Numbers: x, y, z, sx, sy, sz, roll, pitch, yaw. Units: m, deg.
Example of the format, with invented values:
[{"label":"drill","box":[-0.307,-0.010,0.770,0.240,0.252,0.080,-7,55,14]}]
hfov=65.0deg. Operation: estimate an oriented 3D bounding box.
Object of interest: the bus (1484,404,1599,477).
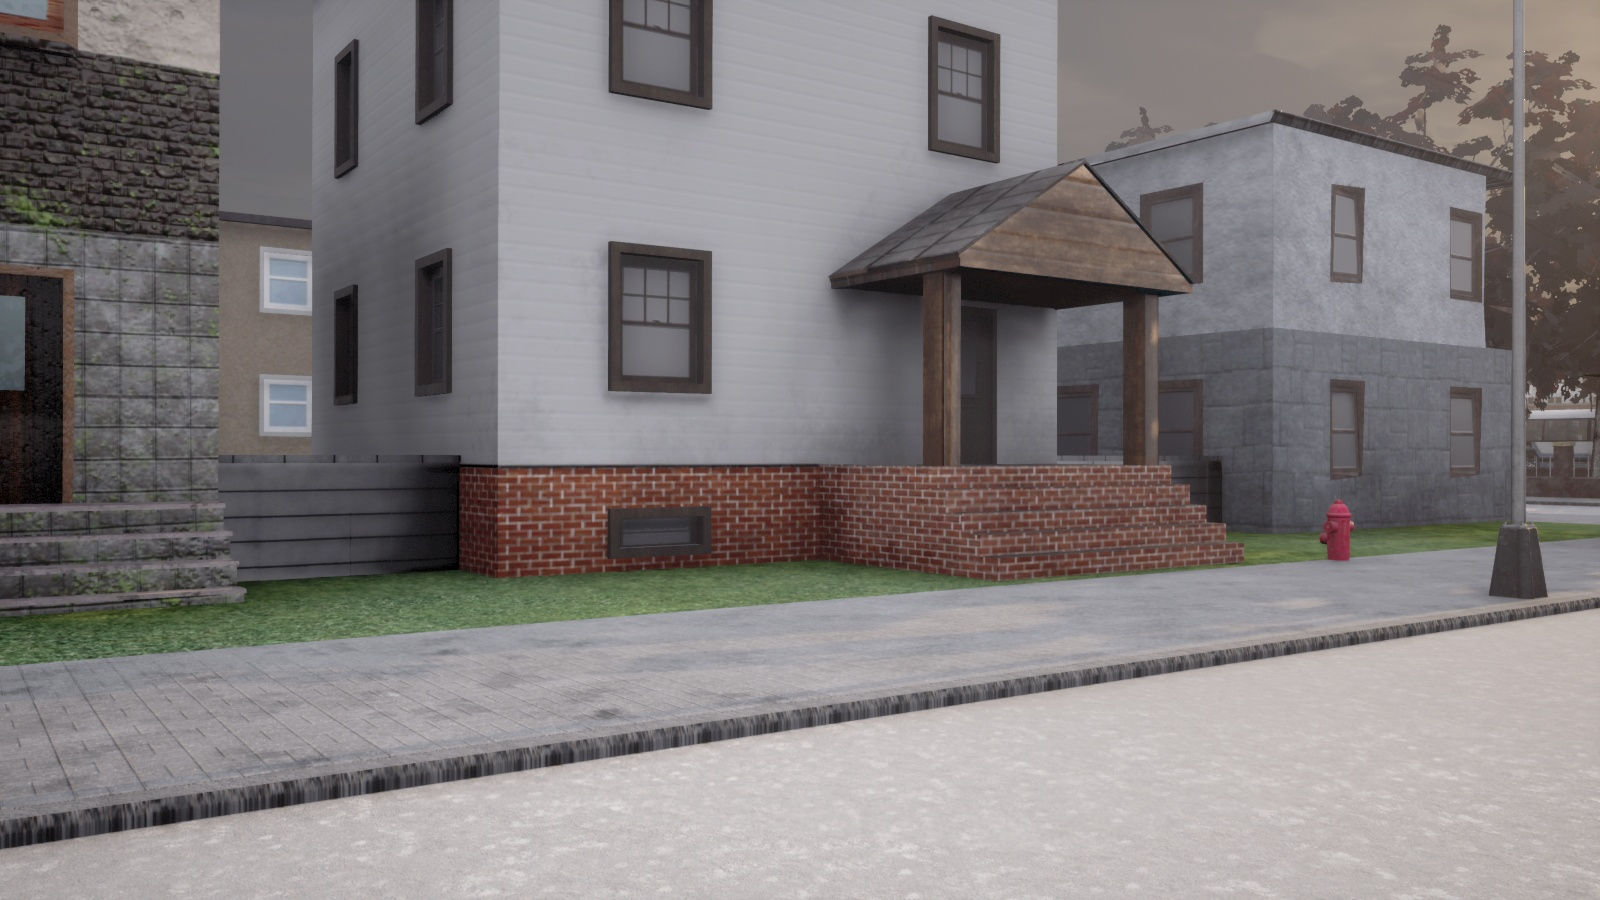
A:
[{"label":"bus","box":[47.707,-0.547,76.169,3.944,4.253,10.273,0,0,-34]}]
